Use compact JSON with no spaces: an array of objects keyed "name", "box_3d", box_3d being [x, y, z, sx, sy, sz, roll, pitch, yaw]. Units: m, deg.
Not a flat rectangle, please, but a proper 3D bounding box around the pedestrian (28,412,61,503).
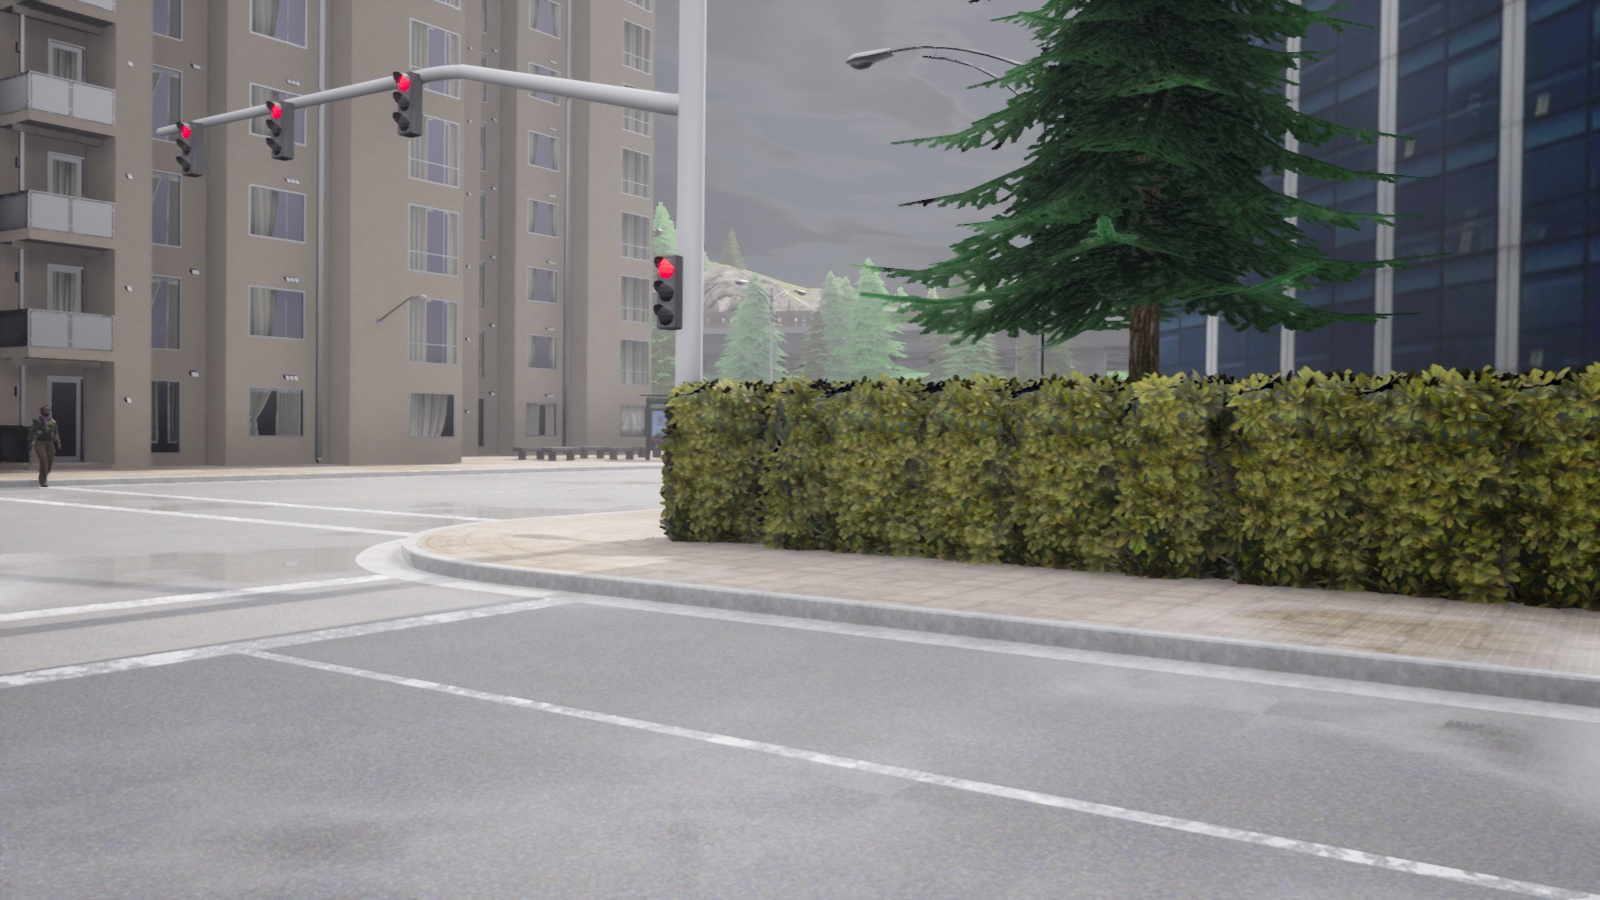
[{"name":"pedestrian","box_3d":[-16.198,0.147,26.909,0.692,1.930,0.395,1,1,41]}]
